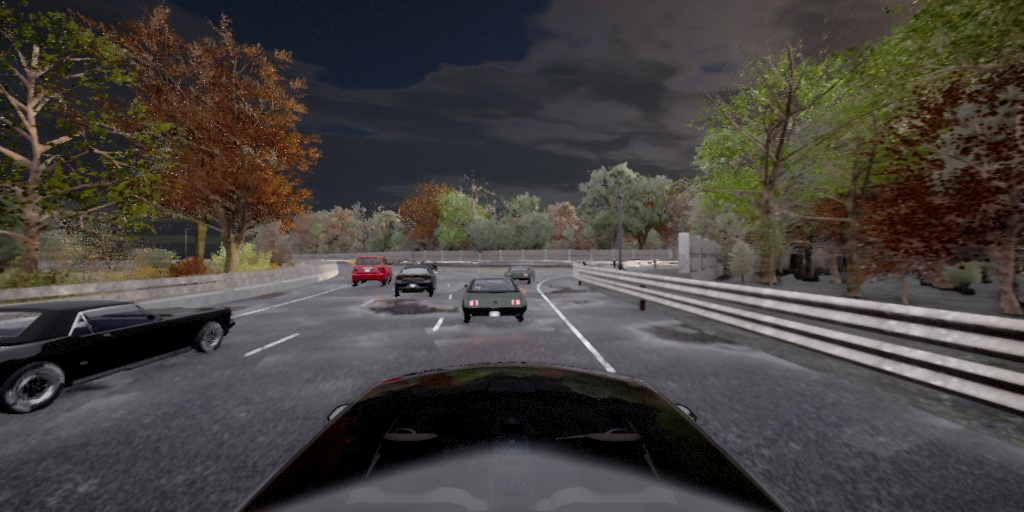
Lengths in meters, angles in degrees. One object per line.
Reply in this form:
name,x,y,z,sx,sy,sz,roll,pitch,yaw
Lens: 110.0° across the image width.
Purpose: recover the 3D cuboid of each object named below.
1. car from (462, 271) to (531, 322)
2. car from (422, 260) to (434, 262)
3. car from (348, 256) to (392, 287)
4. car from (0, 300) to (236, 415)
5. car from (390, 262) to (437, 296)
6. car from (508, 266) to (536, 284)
car,-0.712,1.369,12.444,1.895,1.301,4.718,0,0,-6
car,-12.218,1.344,51.886,1.882,1.535,5.008,0,0,-25
car,-10.019,1.043,25.937,2.150,2.045,5.566,0,0,-13
car,-7.110,1.382,5.949,1.895,1.301,4.718,0,0,-3
car,-5.177,1.272,19.650,1.882,1.535,5.008,0,0,-10
car,0.732,1.386,27.448,1.895,1.301,4.718,0,0,9
